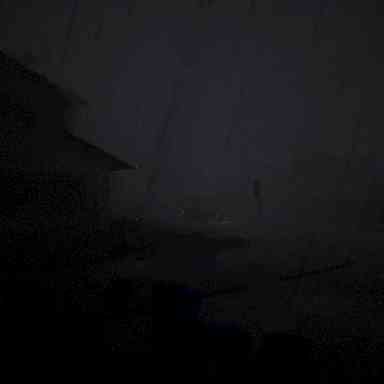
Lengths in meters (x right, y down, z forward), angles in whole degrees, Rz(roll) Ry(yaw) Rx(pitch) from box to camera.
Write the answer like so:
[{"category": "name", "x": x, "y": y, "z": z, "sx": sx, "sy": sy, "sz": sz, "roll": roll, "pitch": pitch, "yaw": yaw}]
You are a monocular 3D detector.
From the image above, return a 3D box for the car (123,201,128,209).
[{"category": "car", "x": -8.617, "y": 1.805, "z": 49.529, "sx": 1.812, "sy": 1.442, "sz": 4.674, "roll": 1, "pitch": -1, "yaw": -36}]

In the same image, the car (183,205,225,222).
[{"category": "car", "x": 0.976, "y": 1.788, "z": 28.819, "sx": 1.994, "sy": 1.385, "sz": 4.181, "roll": 1, "pitch": -1, "yaw": -35}]

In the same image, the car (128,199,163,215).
[{"category": "car", "x": -5.013, "y": 1.730, "z": 37.282, "sx": 1.837, "sy": 1.490, "sz": 4.892, "roll": 1, "pitch": -1, "yaw": -35}]
